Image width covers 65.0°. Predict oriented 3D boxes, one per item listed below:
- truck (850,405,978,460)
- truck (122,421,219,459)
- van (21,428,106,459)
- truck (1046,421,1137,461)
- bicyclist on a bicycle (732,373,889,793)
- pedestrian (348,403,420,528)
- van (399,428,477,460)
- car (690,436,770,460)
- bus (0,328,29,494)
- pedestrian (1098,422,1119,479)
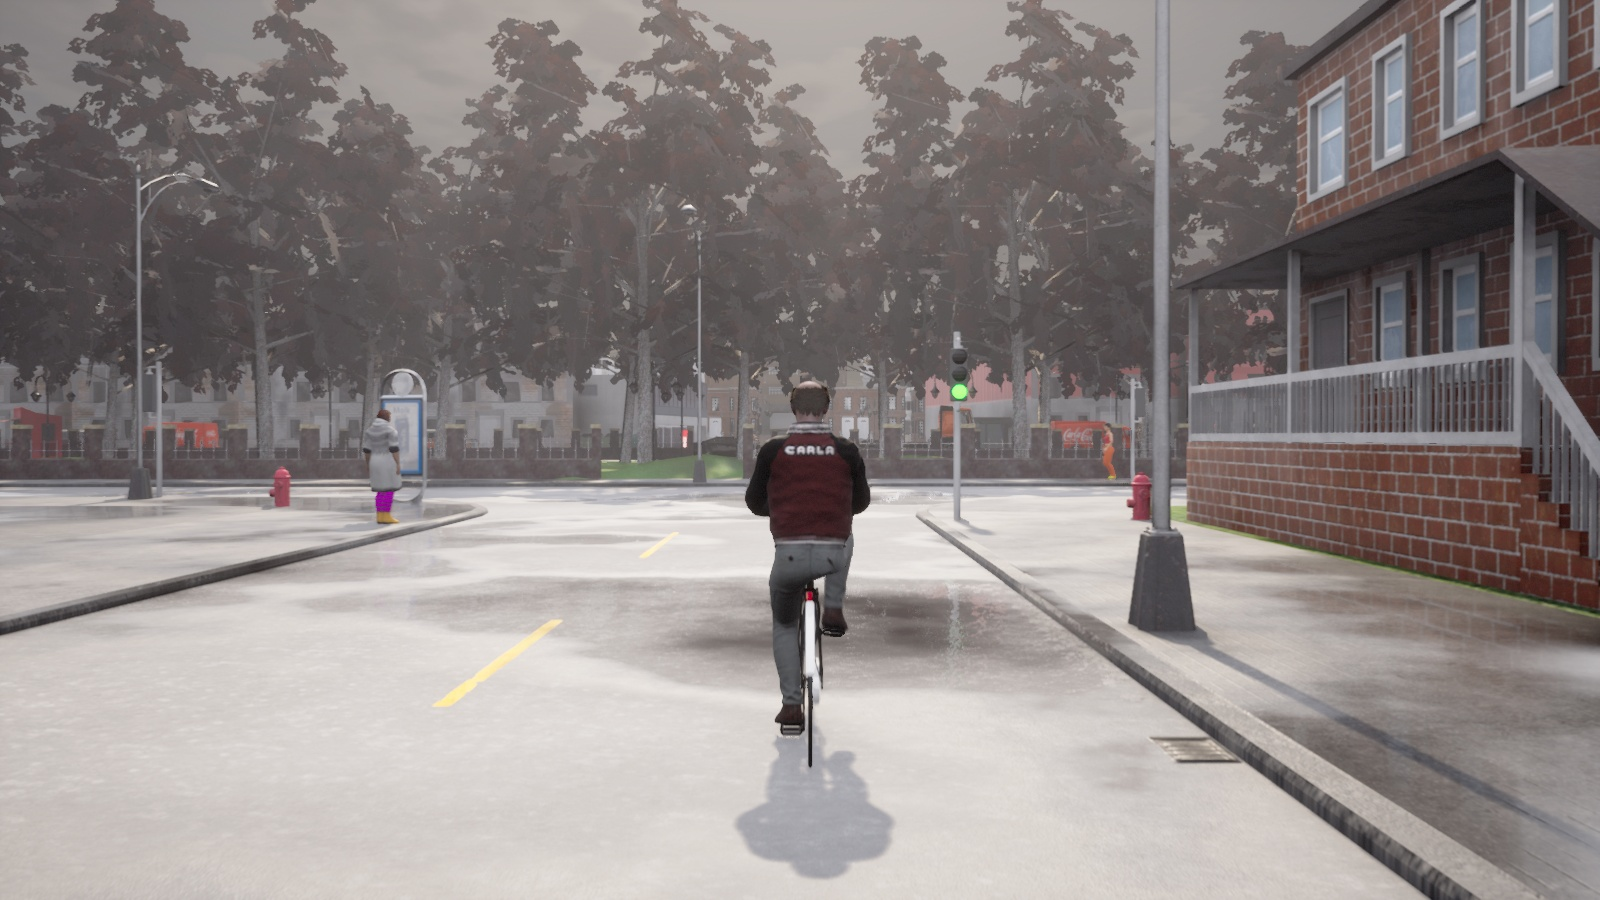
[{"bbox_3d":[7.241,-1.094,80.467,7.936,3.462,2.891,0,1,0],"label":"truck"},{"bbox_3d":[-42.368,-0.683,84.663,5.204,2.467,2.627,0,1,0],"label":"truck"},{"bbox_3d":[-47.302,-0.405,80.684,4.442,1.987,1.775,0,1,0],"label":"van"},{"bbox_3d":[18.649,-0.593,80.420,5.204,2.467,2.627,0,1,0],"label":"truck"},{"bbox_3d":[0.048,0.549,6.214,0.659,1.776,1.843,0,1,0],"label":"bicyclist on a bicycle"},{"bbox_3d":[-6.635,0.235,20.048,0.659,1.952,0.873,0,1,28],"label":"pedestrian"},{"bbox_3d":[-23.203,-0.385,80.603,4.442,1.987,1.775,0,1,0],"label":"van"},{"bbox_3d":[-4.480,-0.145,80.533,5.008,1.535,1.882,0,1,0],"label":"car"},{"bbox_3d":[-25.581,-0.987,31.330,10.273,4.253,3.944,0,1,1],"label":"bus"},{"bbox_3d":[9.958,0.028,40.526,0.594,1.836,0.345,0,1,0],"label":"pedestrian"}]
